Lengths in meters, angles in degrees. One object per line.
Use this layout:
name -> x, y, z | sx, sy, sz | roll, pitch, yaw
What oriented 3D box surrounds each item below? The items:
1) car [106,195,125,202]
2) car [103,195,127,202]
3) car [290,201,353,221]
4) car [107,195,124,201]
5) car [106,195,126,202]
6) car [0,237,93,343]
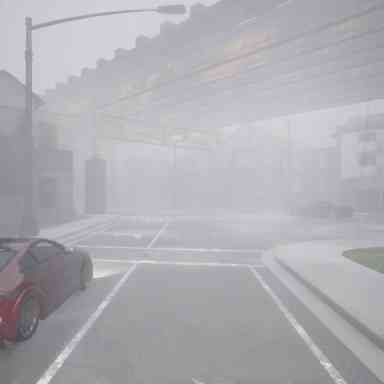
car -> -17.496, 1.453, 76.133 | 2.038, 1.542, 4.974 | 0, 0, 15
car -> -16.819, 1.453, 72.464 | 4.974, 1.542, 2.038 | 0, 0, -15
car -> 10.554, 1.478, 27.490 | 1.882, 1.535, 5.008 | 0, 0, -45
car -> -17.482, 1.295, 76.183 | 1.853, 1.218, 4.536 | 0, 0, 15
car -> -16.769, 1.295, 72.477 | 4.536, 1.218, 1.853 | 0, 0, -15
car -> -3.394, 1.564, 6.443 | 1.994, 1.385, 4.181 | 0, 0, 0
